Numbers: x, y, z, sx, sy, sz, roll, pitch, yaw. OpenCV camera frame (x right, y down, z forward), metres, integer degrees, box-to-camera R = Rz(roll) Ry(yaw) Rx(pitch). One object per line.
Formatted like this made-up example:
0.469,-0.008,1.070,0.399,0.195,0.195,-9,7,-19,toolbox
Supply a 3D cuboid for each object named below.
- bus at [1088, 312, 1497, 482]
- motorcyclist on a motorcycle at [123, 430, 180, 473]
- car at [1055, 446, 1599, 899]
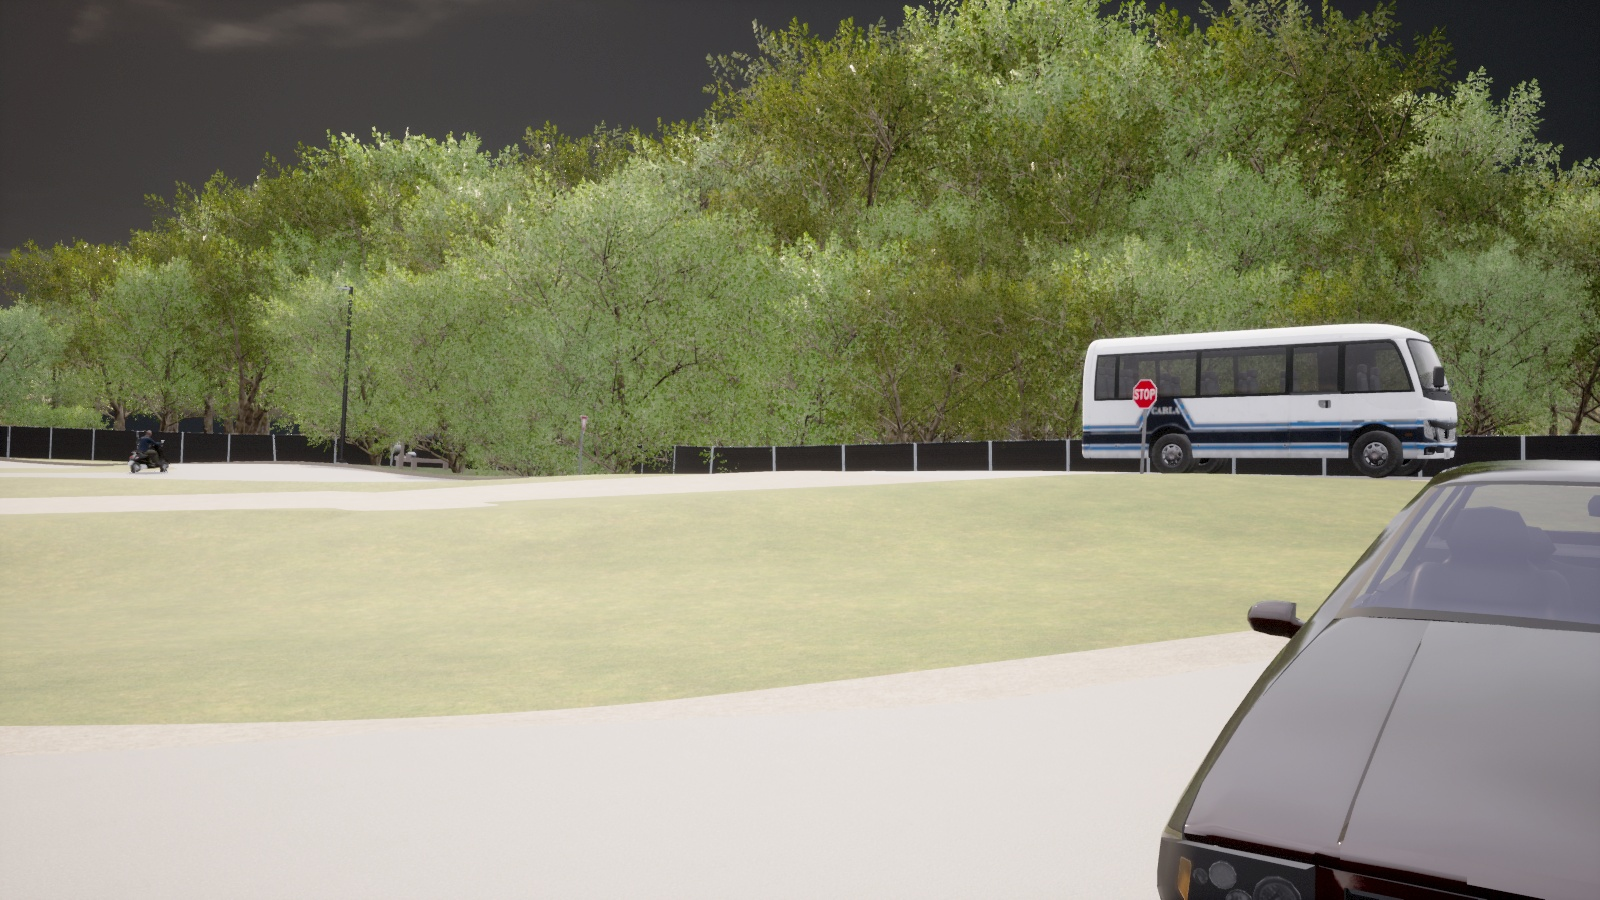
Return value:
13.965,-1.336,36.281,10.273,4.253,3.944,0,0,39,bus
-24.428,0.040,47.327,0.866,1.590,1.817,0,0,19,motorcyclist on a motorcycle
2.823,0.751,4.234,2.033,1.411,5.357,2,2,33,car
